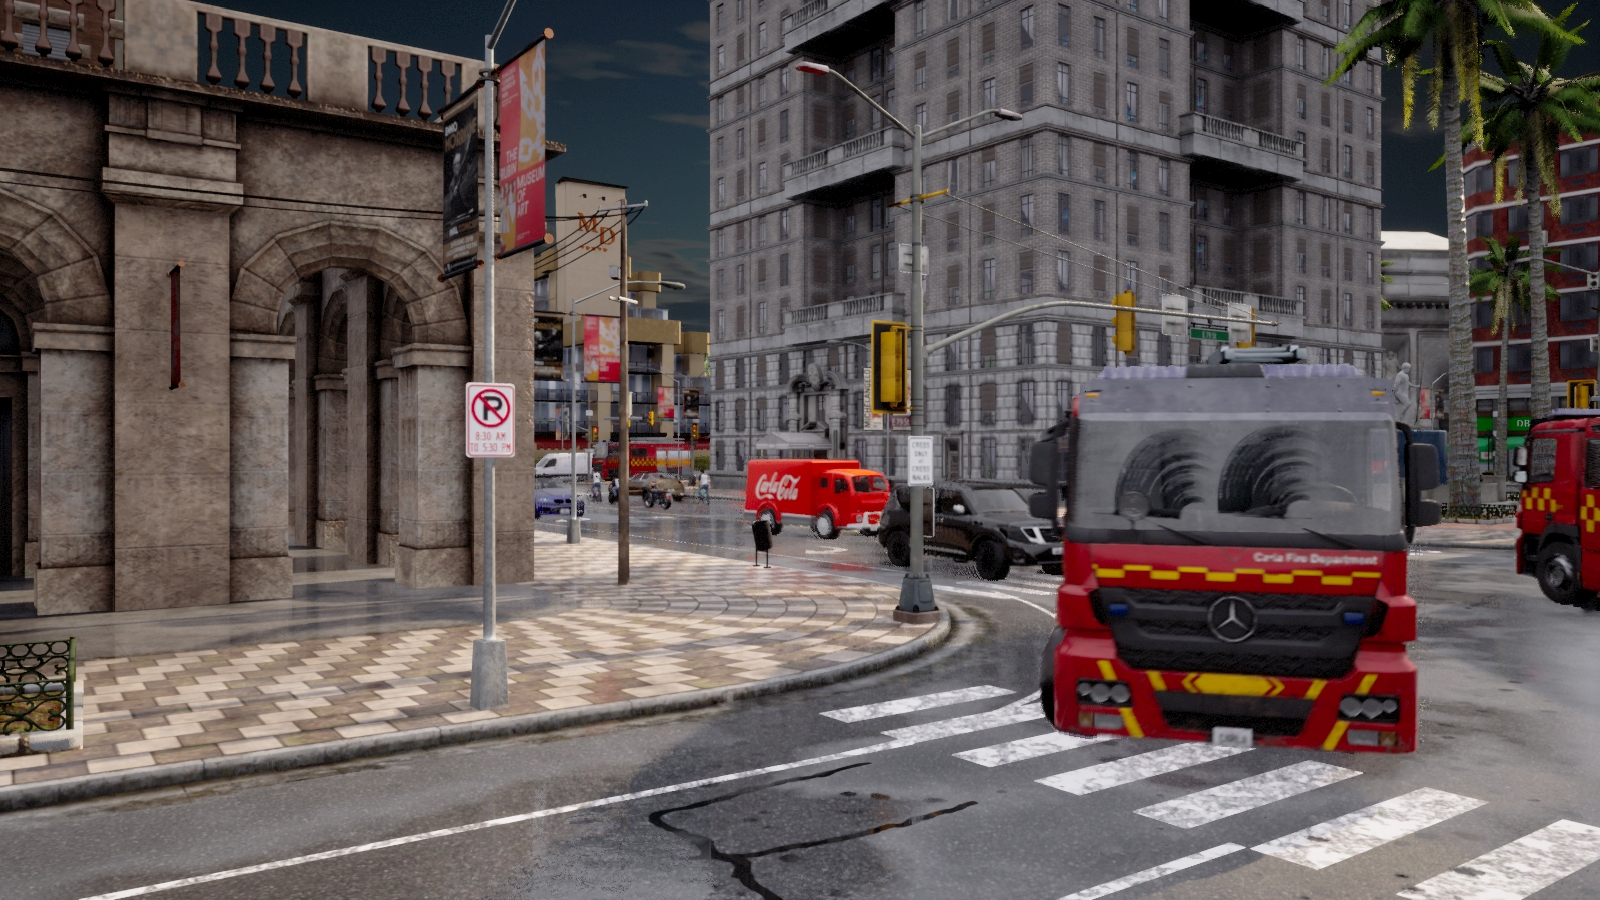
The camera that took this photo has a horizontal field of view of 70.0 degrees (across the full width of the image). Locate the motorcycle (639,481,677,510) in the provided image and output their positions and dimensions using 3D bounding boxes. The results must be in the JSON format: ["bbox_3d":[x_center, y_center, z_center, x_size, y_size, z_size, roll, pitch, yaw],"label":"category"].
[{"bbox_3d":[-6.767,2.160,54.369,0.764,1.277,2.356,0,0,-35],"label":"motorcycle"}]

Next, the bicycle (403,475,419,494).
[{"bbox_3d":[-25.075,2.202,73.629,0.329,1.171,1.835,0,0,-39],"label":"bicycle"}]

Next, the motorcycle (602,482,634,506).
[{"bbox_3d":[-9.213,2.204,57.798,0.803,1.145,2.033,0,0,-36],"label":"motorcycle"}]

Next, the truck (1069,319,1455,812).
[{"bbox_3d":[4.743,0.886,13.334,2.891,3.827,8.468,0,0,15],"label":"truck"}]

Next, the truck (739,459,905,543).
[{"bbox_3d":[0.638,1.554,37.201,2.627,2.467,5.204,0,0,-39],"label":"truck"}]

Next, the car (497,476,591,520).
[{"bbox_3d":[-10.775,1.961,47.900,2.242,1.667,4.611,0,0,-35],"label":"car"}]

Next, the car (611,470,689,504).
[{"bbox_3d":[-8.211,1.981,62.259,2.152,1.651,5.027,0,0,-35],"label":"car"}]

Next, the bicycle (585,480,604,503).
[{"bbox_3d":[-11.030,2.196,61.250,0.373,1.196,1.643,0,0,-35],"label":"bicycle"}]

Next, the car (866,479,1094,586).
[{"bbox_3d":[3.988,1.772,26.455,2.150,2.045,5.566,0,0,-31],"label":"car"}]

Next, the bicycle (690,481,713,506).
[{"bbox_3d":[-4.999,2.195,57.900,0.373,1.196,1.643,0,0,-36],"label":"bicycle"}]

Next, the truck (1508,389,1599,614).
[{"bbox_3d":[14.935,0.883,18.307,2.891,3.827,8.468,0,0,8],"label":"truck"}]
